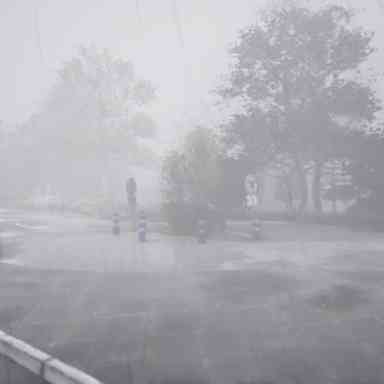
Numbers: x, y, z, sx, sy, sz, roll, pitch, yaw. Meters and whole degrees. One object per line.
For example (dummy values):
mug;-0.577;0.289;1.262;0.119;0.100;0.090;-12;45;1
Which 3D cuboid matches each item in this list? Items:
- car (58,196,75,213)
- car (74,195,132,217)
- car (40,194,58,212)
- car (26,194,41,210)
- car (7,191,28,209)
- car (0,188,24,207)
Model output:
car;-9.472;1.080;30.778;2.185;1.767;4.553;2;1;36
car;-7.254;1.270;29.123;2.097;1.535;5.008;2;1;36
car;-11.651;1.173;32.284;2.163;1.488;4.792;2;1;36
car;-13.877;1.118;33.933;2.002;1.452;4.674;2;1;36
car;-16.225;1.010;35.411;1.946;1.575;5.366;2;1;36
car;-20.577;0.631;38.833;2.435;2.045;5.566;2;1;36
